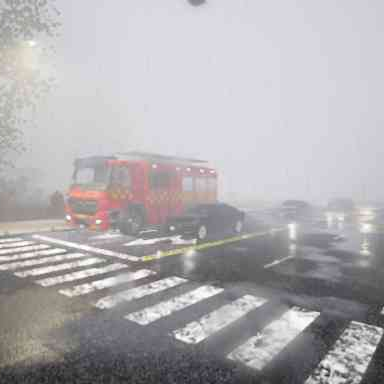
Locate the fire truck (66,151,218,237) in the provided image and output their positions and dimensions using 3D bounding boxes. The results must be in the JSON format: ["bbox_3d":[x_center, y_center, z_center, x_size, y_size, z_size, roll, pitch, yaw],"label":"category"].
[{"bbox_3d":[-2.050,0.017,17.408,2.891,3.827,8.468,2,1,38],"label":"fire truck"}]

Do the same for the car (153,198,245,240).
[{"bbox_3d":[0.713,1.250,15.875,1.882,1.535,5.008,2,1,38],"label":"car"}]

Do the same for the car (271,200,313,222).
[{"bbox_3d":[7.590,1.316,24.759,1.812,1.442,4.674,2,2,38],"label":"car"}]

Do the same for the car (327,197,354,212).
[{"bbox_3d":[15.923,1.301,35.488,2.128,1.511,4.902,2,1,38],"label":"car"}]
